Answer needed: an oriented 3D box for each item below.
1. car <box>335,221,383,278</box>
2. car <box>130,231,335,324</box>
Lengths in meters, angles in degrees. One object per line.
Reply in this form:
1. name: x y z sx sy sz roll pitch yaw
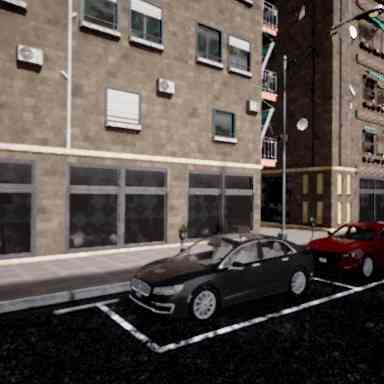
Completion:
1. car: 5.424 1.642 10.435 4.507 1.381 1.887 1 0 -36
2. car: 0.837 1.595 7.159 4.403 1.369 2.008 1 0 -36
